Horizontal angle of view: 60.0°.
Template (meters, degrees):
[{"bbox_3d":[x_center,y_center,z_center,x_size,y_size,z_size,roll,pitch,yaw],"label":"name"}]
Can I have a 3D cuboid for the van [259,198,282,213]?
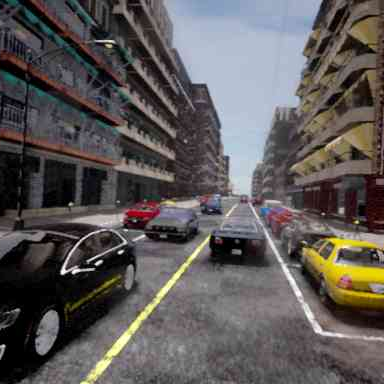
[{"bbox_3d":[7.295,1.666,30.191,1.690,1.788,3.998,4,0,9],"label":"van"}]

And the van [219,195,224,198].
[{"bbox_3d":[5.247,1.503,70.649,1.690,1.788,3.998,4,0,9],"label":"van"}]

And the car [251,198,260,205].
[{"bbox_3d":[14.415,2.171,75.095,1.752,1.417,4.829,3,0,9],"label":"car"}]

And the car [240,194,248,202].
[{"bbox_3d":[14.408,1.755,92.094,2.150,2.045,5.566,3,0,9],"label":"car"}]

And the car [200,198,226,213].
[{"bbox_3d":[2.114,1.608,34.304,1.994,1.385,4.181,3,0,10],"label":"car"}]

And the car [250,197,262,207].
[{"bbox_3d":[12.625,1.876,63.742,2.192,1.841,5.009,3,0,9],"label":"car"}]

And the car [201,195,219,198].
[{"bbox_3d":[2.585,1.355,53.874,2.192,1.841,5.009,4,0,9],"label":"car"}]

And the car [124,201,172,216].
[{"bbox_3d":[-2.758,1.355,20.323,1.887,1.381,4.507,4,0,9],"label":"car"}]

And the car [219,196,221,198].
[{"bbox_3d":[3.459,1.631,59.465,2.008,1.369,4.403,4,0,9],"label":"car"}]

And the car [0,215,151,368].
[{"bbox_3d":[-2.433,1.363,5.854,1.837,1.490,4.892,3,0,10],"label":"car"}]

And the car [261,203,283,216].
[{"bbox_3d":[6.395,1.832,24.599,1.887,1.381,4.507,4,0,9],"label":"car"}]

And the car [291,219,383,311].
[{"bbox_3d":[3.794,1.708,8.215,1.752,1.417,4.829,4,0,9],"label":"car"}]

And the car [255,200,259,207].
[{"bbox_3d":[8.170,1.913,35.784,2.008,1.369,4.403,4,0,9],"label":"car"}]

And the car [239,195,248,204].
[{"bbox_3d":[12.820,1.905,82.152,2.097,1.767,4.553,3,0,9],"label":"car"}]

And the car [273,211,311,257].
[{"bbox_3d":[4.618,1.766,13.415,2.008,1.369,4.403,4,0,9],"label":"car"}]

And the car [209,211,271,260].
[{"bbox_3d":[1.817,1.668,12.983,1.895,1.301,4.718,3,0,9],"label":"car"}]

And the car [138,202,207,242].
[{"bbox_3d":[-0.758,1.472,16.474,2.033,1.411,5.357,3,0,9],"label":"car"}]

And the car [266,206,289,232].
[{"bbox_3d":[5.507,1.795,19.008,1.887,1.381,4.507,4,0,9],"label":"car"}]

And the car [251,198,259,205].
[{"bbox_3d":[15.272,2.269,80.517,1.802,1.307,4.206,3,0,9],"label":"car"}]

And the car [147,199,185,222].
[{"bbox_3d":[-1.895,1.371,25.746,1.752,1.417,4.829,4,0,9],"label":"car"}]
